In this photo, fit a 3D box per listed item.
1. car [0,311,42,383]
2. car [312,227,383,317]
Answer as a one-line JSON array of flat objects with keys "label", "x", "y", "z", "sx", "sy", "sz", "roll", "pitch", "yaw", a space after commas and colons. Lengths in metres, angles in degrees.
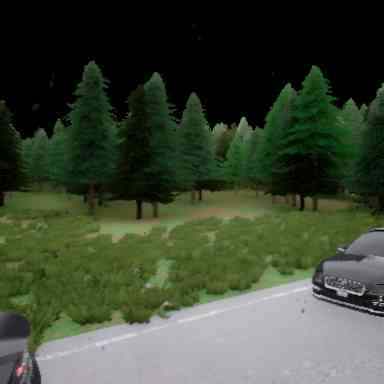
[{"label": "car", "x": -3.431, "y": 1.513, "z": 1.649, "sx": 4.892, "sy": 1.490, "sz": 1.837, "roll": 0, "pitch": -1, "yaw": -33}, {"label": "car", "x": 4.649, "y": 1.571, "z": 7.369, "sx": 4.892, "sy": 1.490, "sz": 1.837, "roll": 0, "pitch": 0, "yaw": -36}]
